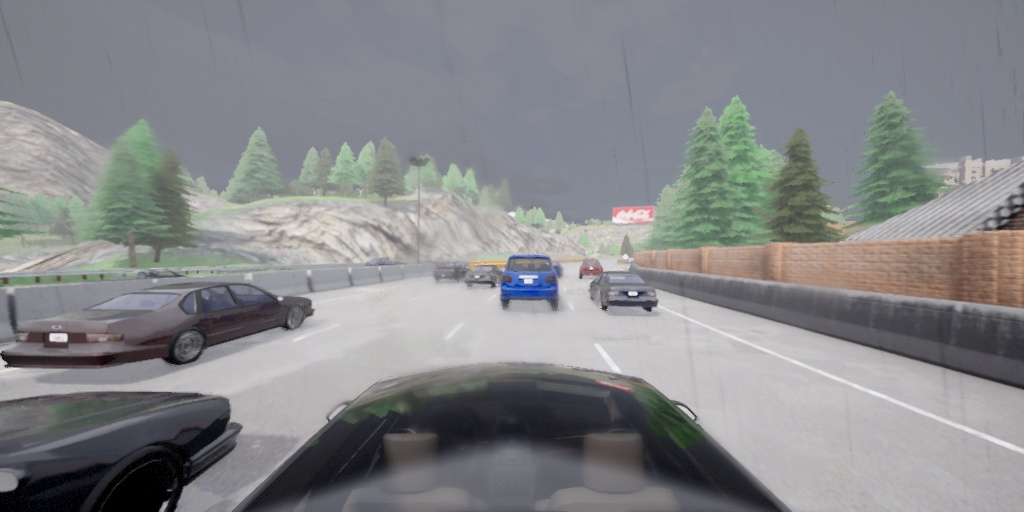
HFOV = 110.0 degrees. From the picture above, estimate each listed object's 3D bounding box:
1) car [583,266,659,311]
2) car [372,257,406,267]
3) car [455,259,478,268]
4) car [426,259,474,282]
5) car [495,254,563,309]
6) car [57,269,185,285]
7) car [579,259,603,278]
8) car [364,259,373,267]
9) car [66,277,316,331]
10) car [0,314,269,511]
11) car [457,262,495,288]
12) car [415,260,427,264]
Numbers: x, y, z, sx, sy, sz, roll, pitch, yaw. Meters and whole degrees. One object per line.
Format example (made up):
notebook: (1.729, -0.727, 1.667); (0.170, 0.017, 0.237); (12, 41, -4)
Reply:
car: (4.261, 1.294, 14.420); (2.033, 1.411, 5.357); (0, 0, 6)
car: (-17.111, 1.244, 50.915); (1.895, 1.301, 4.718); (0, 0, 17)
car: (-7.300, 1.187, 58.085); (1.812, 1.442, 4.674); (0, 0, 21)
car: (-4.475, 1.197, 27.778); (2.128, 1.511, 4.902); (0, 0, 10)
car: (0.817, 0.958, 14.970); (2.150, 2.045, 5.566); (0, 0, 5)
car: (-16.836, 1.287, 16.148); (1.895, 1.301, 4.718); (0, 0, 6)
car: (7.347, 1.084, 33.235); (2.097, 1.767, 4.553); (0, 0, 12)
car: (-19.937, 0.984, 53.489); (2.097, 1.767, 4.553); (0, 0, 18)
car: (-6.705, 1.271, 7.897); (2.033, 1.411, 5.357); (0, 0, 3)
car: (-3.371, 1.289, 0.726); (2.033, 1.411, 5.357); (0, 0, 1)
car: (-1.653, 1.266, 23.594); (2.033, 1.411, 5.357); (0, 0, 9)
car: (-12.755, 1.216, 53.019); (1.994, 1.385, 4.181); (0, 0, 18)
